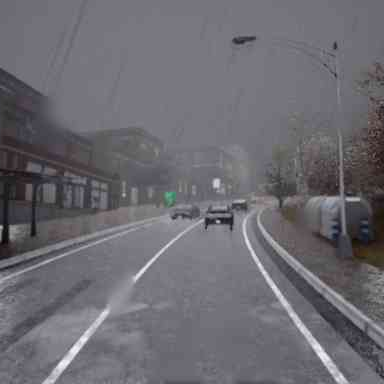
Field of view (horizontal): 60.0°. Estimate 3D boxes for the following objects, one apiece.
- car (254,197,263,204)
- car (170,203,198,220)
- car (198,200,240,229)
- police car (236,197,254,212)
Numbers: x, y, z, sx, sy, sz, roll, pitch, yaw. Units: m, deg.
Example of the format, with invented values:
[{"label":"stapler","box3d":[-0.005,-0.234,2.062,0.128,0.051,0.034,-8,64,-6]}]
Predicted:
[{"label":"car","box3d":[13.166,1.694,68.485,1.882,1.535,5.008,-3,-1,26]},{"label":"car","box3d":[-0.487,1.740,30.190,2.033,1.411,5.357,-1,0,11]},{"label":"car","box3d":[1.947,1.587,22.630,2.128,1.511,4.902,-1,0,9]},{"label":"police car","box3d":[6.083,1.560,41.027,1.930,1.638,5.238,-2,0,16]}]
